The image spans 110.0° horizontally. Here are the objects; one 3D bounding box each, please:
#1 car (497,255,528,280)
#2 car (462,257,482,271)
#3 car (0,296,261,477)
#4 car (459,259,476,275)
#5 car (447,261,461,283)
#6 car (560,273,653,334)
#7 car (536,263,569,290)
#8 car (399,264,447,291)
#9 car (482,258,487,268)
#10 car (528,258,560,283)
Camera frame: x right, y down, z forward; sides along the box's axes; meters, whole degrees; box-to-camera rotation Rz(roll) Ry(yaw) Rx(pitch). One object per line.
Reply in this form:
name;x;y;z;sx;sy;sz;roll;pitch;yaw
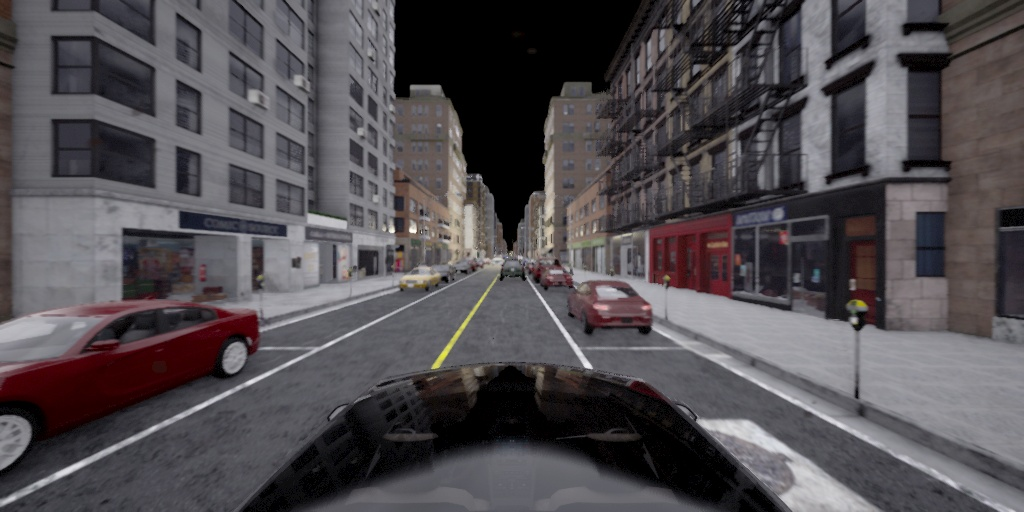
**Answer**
car;0.062;1.062;30.306;2.097;1.767;4.553;0;0;0
car;-5.395;0.999;44.381;2.192;1.841;5.009;0;0;0
car;-5.387;1.292;4.607;1.888;1.381;4.507;0;0;0
car;-5.394;1.260;38.699;1.948;1.339;4.313;0;0;0
car;-5.392;1.280;27.336;1.948;1.339;4.313;0;0;0
car;2.637;1.323;10.298;1.802;1.307;4.207;0;0;0
car;2.634;1.307;21.661;1.802;1.307;4.207;0;0;0
car;-5.391;1.250;21.484;1.751;1.417;4.829;0;0;0
car;-5.397;1.104;55.744;1.967;1.591;4.097;0;0;0
car;2.633;1.030;27.343;2.192;1.841;5.009;0;0;0
